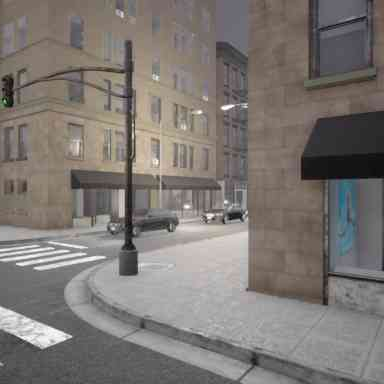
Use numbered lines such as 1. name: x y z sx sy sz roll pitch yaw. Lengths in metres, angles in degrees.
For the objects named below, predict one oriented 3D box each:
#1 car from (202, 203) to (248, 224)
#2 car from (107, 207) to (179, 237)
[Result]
1. car: 2.695 1.641 26.299 2.128 1.511 4.902 0 0 35
2. car: -2.612 1.620 18.829 1.812 1.442 4.674 0 0 37
